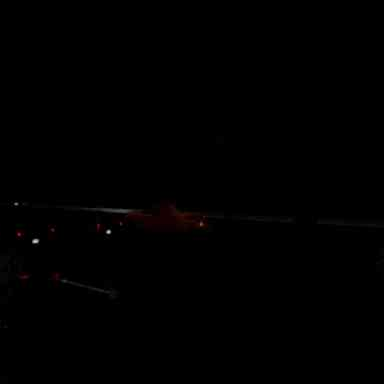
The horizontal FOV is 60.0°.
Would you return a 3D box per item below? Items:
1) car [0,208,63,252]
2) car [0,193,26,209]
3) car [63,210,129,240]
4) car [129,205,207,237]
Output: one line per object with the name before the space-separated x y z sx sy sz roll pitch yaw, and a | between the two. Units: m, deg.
car | -7.663 1.537 13.745 4.718 1.301 1.895 0 0 36
car | -16.507 1.086 28.653 5.566 2.045 2.150 0 0 36
car | -5.638 1.537 16.600 4.718 1.301 1.895 0 0 36
car | -1.545 1.426 17.971 5.008 1.535 1.882 0 0 36
